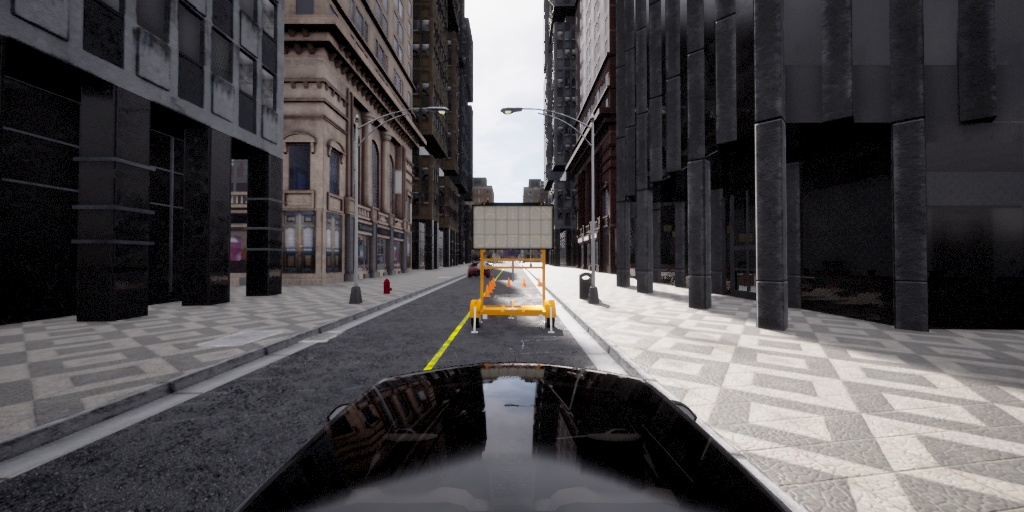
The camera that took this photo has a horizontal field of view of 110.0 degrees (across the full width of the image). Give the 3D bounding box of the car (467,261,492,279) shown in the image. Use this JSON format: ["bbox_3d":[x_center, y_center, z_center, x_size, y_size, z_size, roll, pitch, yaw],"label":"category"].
[{"bbox_3d":[-2.907,1.247,32.818,1.882,1.535,5.008,0,0,0],"label":"car"}]

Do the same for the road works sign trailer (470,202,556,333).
[{"bbox_3d":[0.027,0.217,10.706,2.380,3.560,2.880,0,0,0],"label":"road works sign trailer"}]
